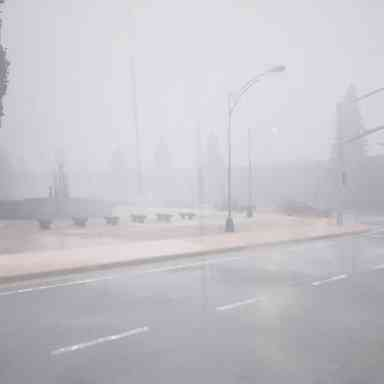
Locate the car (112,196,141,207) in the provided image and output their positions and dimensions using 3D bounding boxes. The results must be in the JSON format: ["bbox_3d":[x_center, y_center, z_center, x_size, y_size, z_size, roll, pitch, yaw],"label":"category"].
[{"bbox_3d":[-10.653,1.601,50.498,4.718,1.301,1.895,0,0,25],"label":"car"}]

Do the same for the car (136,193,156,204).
[{"bbox_3d":[-9.160,1.222,61.284,5.566,2.045,2.150,0,0,22],"label":"car"}]

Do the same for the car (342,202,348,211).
[{"bbox_3d":[16.580,1.564,40.253,1.994,1.385,4.181,0,0,-36],"label":"car"}]

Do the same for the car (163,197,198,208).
[{"bbox_3d":[-1.782,1.478,49.258,5.008,1.535,1.882,0,0,35],"label":"car"}]

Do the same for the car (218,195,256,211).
[{"bbox_3d":[5.645,1.352,42.424,2.097,1.767,4.553,0,0,-42],"label":"car"}]

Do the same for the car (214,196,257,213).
[{"bbox_3d":[4.845,1.547,38.117,2.033,1.411,5.357,0,0,-38],"label":"car"}]

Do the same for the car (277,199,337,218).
[{"bbox_3d":[10.476,1.526,30.403,1.812,1.442,4.674,0,0,-35],"label":"car"}]

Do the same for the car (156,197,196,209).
[{"bbox_3d":[-2.136,1.505,45.165,4.892,1.490,1.837,0,0,38],"label":"car"}]
